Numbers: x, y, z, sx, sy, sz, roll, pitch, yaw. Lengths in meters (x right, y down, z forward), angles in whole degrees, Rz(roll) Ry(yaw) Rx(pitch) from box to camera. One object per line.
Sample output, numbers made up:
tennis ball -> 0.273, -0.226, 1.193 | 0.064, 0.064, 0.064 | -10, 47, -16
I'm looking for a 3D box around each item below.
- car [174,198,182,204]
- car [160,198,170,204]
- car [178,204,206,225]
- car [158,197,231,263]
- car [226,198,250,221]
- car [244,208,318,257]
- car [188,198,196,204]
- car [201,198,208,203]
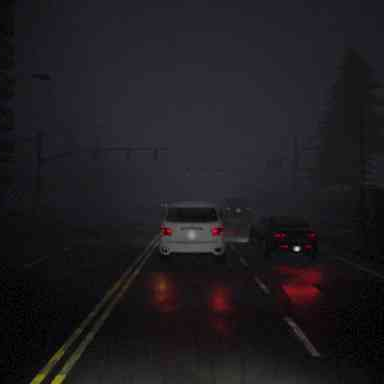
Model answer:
car -> -3.505, 2.374, 85.371 | 1.994, 1.385, 4.181 | 0, -1, 0
car -> -7.005, 2.347, 85.371 | 2.128, 1.511, 4.902 | 0, -1, 0
car -> 0.011, 1.814, 27.543 | 2.033, 1.411, 5.357 | 0, -1, 0
car -> 0.010, 1.347, 12.580 | 2.150, 2.045, 5.566 | 0, 0, 0
car -> 3.520, 1.491, 27.601 | 2.150, 2.045, 5.566 | 0, 0, 1
car -> 3.519, 1.638, 13.511 | 1.837, 1.490, 4.892 | 0, 0, 0
car -> -0.006, 2.411, 92.180 | 2.128, 1.511, 4.902 | 0, -1, 0
car -> 3.494, 2.411, 92.441 | 1.812, 1.442, 4.674 | 0, -1, 0
